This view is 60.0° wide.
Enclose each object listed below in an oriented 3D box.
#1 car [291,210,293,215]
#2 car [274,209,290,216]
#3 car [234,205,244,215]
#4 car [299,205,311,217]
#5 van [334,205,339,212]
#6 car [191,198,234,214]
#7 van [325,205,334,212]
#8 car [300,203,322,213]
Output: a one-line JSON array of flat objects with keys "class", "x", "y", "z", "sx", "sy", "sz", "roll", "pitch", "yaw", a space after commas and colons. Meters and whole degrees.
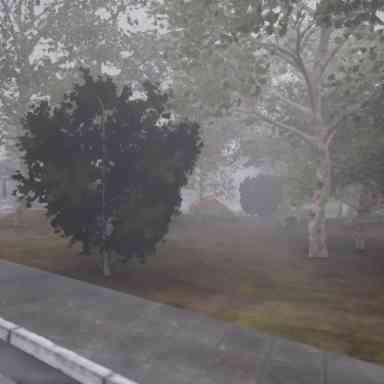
[{"class": "car", "x": 16.145, "y": 3.333, "z": 59.309, "sx": 4.902, "sy": 1.511, "sz": 2.128, "roll": 3, "pitch": 0, "yaw": -39}, {"class": "car", "x": 12.802, "y": 3.133, "z": 52.475, "sx": 4.892, "sy": 1.490, "sz": 1.837, "roll": 5, "pitch": -1, "yaw": -39}, {"class": "car", "x": 8.270, "y": 2.851, "z": 52.888, "sx": 4.674, "sy": 1.442, "sz": 1.812, "roll": 5, "pitch": -1, "yaw": -38}, {"class": "car", "x": 20.674, "y": 3.581, "z": 58.884, "sx": 5.008, "sy": 1.535, "sz": 1.882, "roll": 3, "pitch": 0, "yaw": -38}, {"class": "van", "x": 37.224, "y": 4.324, "z": 86.718, "sx": 4.442, "sy": 1.987, "sz": 1.878, "roll": 3, "pitch": 0, "yaw": -39}, {"class": "car", "x": 2.391, "y": 1.912, "z": 43.988, "sx": 5.566, "sy": 2.045, "sz": 2.150, "roll": 6, "pitch": -1, "yaw": -39}, {"class": "van", "x": 32.893, "y": 4.079, "z": 83.261, "sx": 4.442, "sy": 1.987, "sz": 1.878, "roll": 3, "pitch": 0, "yaw": -39}, {"class": "car", "x": 28.635, "y": 3.810, "z": 79.857, "sx": 5.566, "sy": 2.045, "sz": 2.435, "roll": 3, "pitch": 0, "yaw": -39}]
